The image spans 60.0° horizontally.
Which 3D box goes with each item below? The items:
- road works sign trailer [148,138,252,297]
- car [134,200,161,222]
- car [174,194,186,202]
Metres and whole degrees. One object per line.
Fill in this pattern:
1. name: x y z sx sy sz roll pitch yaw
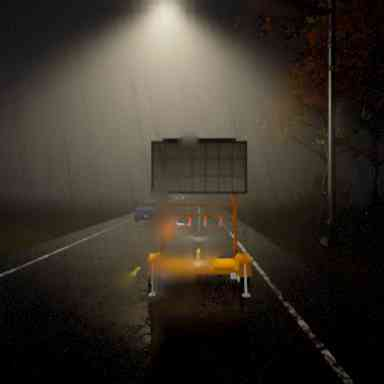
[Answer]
1. road works sign trailer: 0.181 0.441 8.516 2.380 3.560 2.880 0 0 1
2. car: -3.154 1.406 25.584 1.882 1.535 5.008 0 0 1
3. car: -2.397 1.151 67.502 2.097 1.767 4.553 0 0 1
